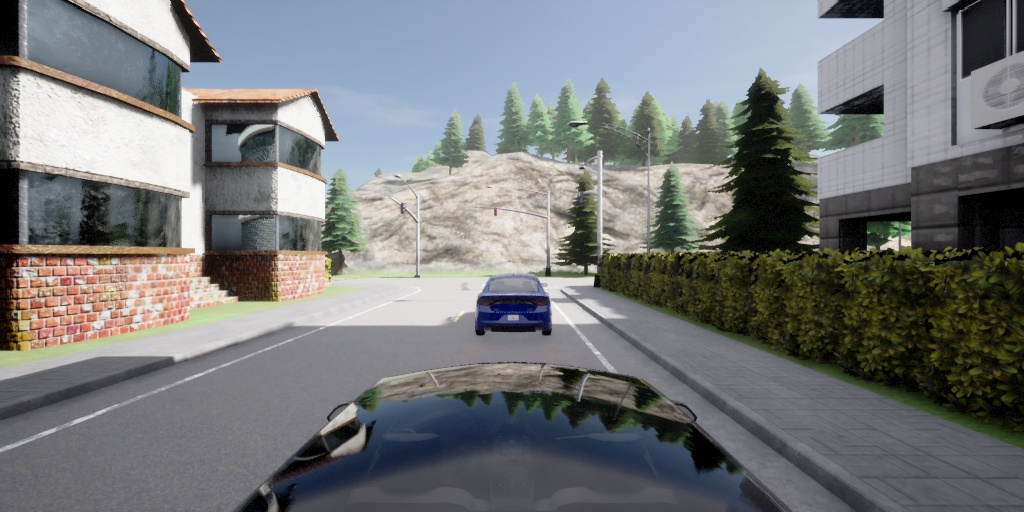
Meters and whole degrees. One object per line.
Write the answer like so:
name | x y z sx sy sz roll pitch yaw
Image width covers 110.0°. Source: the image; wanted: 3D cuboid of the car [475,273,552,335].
car | 0.050 1.228 10.488 1.882 1.535 5.008 0 0 0
